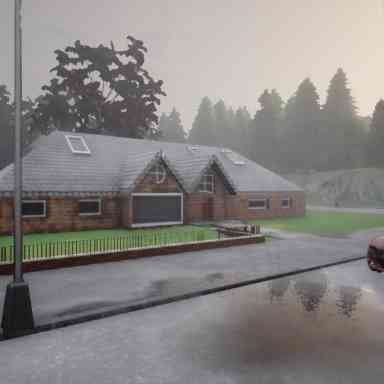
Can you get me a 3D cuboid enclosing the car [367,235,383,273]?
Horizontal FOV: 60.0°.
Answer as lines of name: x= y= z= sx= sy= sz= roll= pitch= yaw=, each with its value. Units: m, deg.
car: x=7.005 y=1.477 z=9.599 sx=5.008 sy=1.535 sz=1.882 roll=0 pitch=0 yaw=-35
